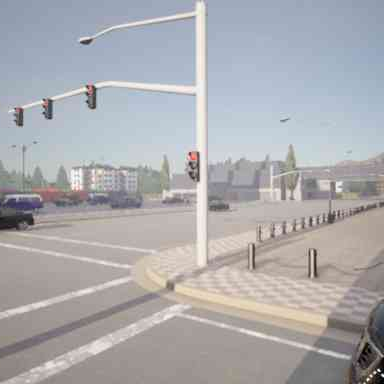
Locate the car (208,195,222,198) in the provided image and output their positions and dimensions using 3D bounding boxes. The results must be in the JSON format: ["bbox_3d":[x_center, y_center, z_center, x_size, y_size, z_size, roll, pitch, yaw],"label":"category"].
[{"bbox_3d":[4.621,1.400,66.947,1.932,1.855,4.605,0,0,36],"label":"car"}]

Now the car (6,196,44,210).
[{"bbox_3d":[-23.724,1.710,47.378,1.970,1.475,3.806,0,0,36],"label":"car"}]

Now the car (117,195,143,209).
[{"bbox_3d":[-10.164,1.676,56.179,1.970,1.475,3.806,0,0,36],"label":"car"}]

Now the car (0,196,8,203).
[{"bbox_3d":[-26.062,1.695,49.085,1.784,1.438,3.905,0,0,36],"label":"car"}]

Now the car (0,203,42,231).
[{"bbox_3d":[-12.083,1.679,19.924,1.882,1.535,5.008,0,0,36],"label":"car"}]

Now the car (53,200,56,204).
[{"bbox_3d":[-26.170,1.755,67.824,1.784,1.438,3.905,0,0,36],"label":"car"}]

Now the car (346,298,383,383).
[{"bbox_3d":[3.669,1.208,1.353,5.566,2.045,2.150,0,0,36],"label":"car"}]

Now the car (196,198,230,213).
[{"bbox_3d":[2.692,1.745,40.325,1.895,1.301,4.718,0,0,36],"label":"car"}]

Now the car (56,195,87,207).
[{"bbox_3d":[-23.869,1.528,66.066,1.932,1.855,4.605,0,0,36],"label":"car"}]
